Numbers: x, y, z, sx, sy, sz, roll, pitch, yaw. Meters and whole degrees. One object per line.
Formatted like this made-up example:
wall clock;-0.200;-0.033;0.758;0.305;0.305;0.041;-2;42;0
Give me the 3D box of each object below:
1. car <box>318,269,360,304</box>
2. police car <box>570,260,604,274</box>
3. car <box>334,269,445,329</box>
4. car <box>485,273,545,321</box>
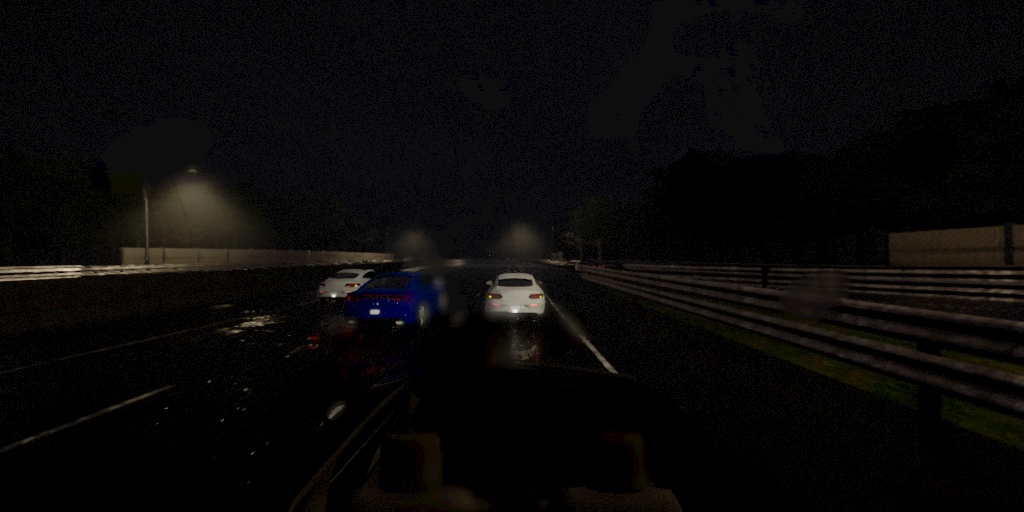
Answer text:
car;-6.892;1.294;16.188;1.812;1.442;4.674;0;0;0
police car;8.054;1.236;39.277;2.038;1.542;4.974;-2;1;-16
car;-3.403;1.239;11.370;1.882;1.535;5.008;0;0;0
car;0.096;1.288;12.327;1.812;1.442;4.674;0;0;0
